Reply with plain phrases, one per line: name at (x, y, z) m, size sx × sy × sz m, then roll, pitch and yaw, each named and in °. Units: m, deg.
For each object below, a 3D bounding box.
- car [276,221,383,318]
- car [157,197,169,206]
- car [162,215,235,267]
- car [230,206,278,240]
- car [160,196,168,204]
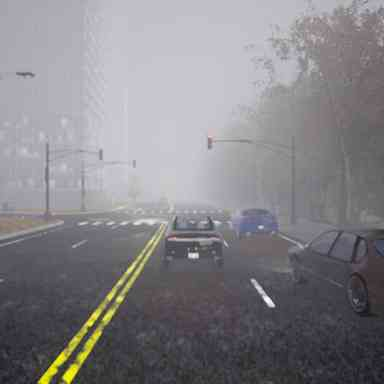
car at (3.466, 1.419, 6.609) m, size 2.033 × 1.411 × 5.357 m, roll 0°, pitch -3°, yaw -1°
car at (-5.266, 1.796, 59.698) m, size 2.033 × 1.411 × 5.357 m, roll 0°, pitch 0°, yaw -3°
car at (0.009, 1.539, 11.571) m, size 2.128 × 1.511 × 4.902 m, roll 0°, pitch 0°, yaw -1°
car at (3.133, 1.509, 17.565) m, size 1.882 × 1.535 × 5.008 m, roll -3°, pitch -2°, yaw 0°
car at (-6.344, 1.797, 75.161) m, size 1.882 × 1.535 × 5.008 m, roll 0°, pitch 0°, yaw -4°
